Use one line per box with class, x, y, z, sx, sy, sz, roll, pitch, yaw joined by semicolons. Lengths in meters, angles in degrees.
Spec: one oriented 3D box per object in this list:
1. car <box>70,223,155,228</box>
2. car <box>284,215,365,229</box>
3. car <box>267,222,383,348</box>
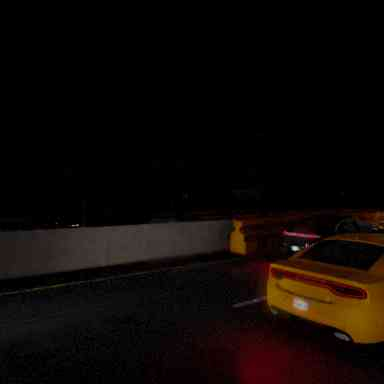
car;-4.242;1.572;18.049;4.892;1.490;1.837;1;0;-36
car;5.182;1.566;11.754;4.902;1.511;2.128;1;0;-36
car;3.609;1.523;6.327;5.008;1.535;1.882;1;0;-36
